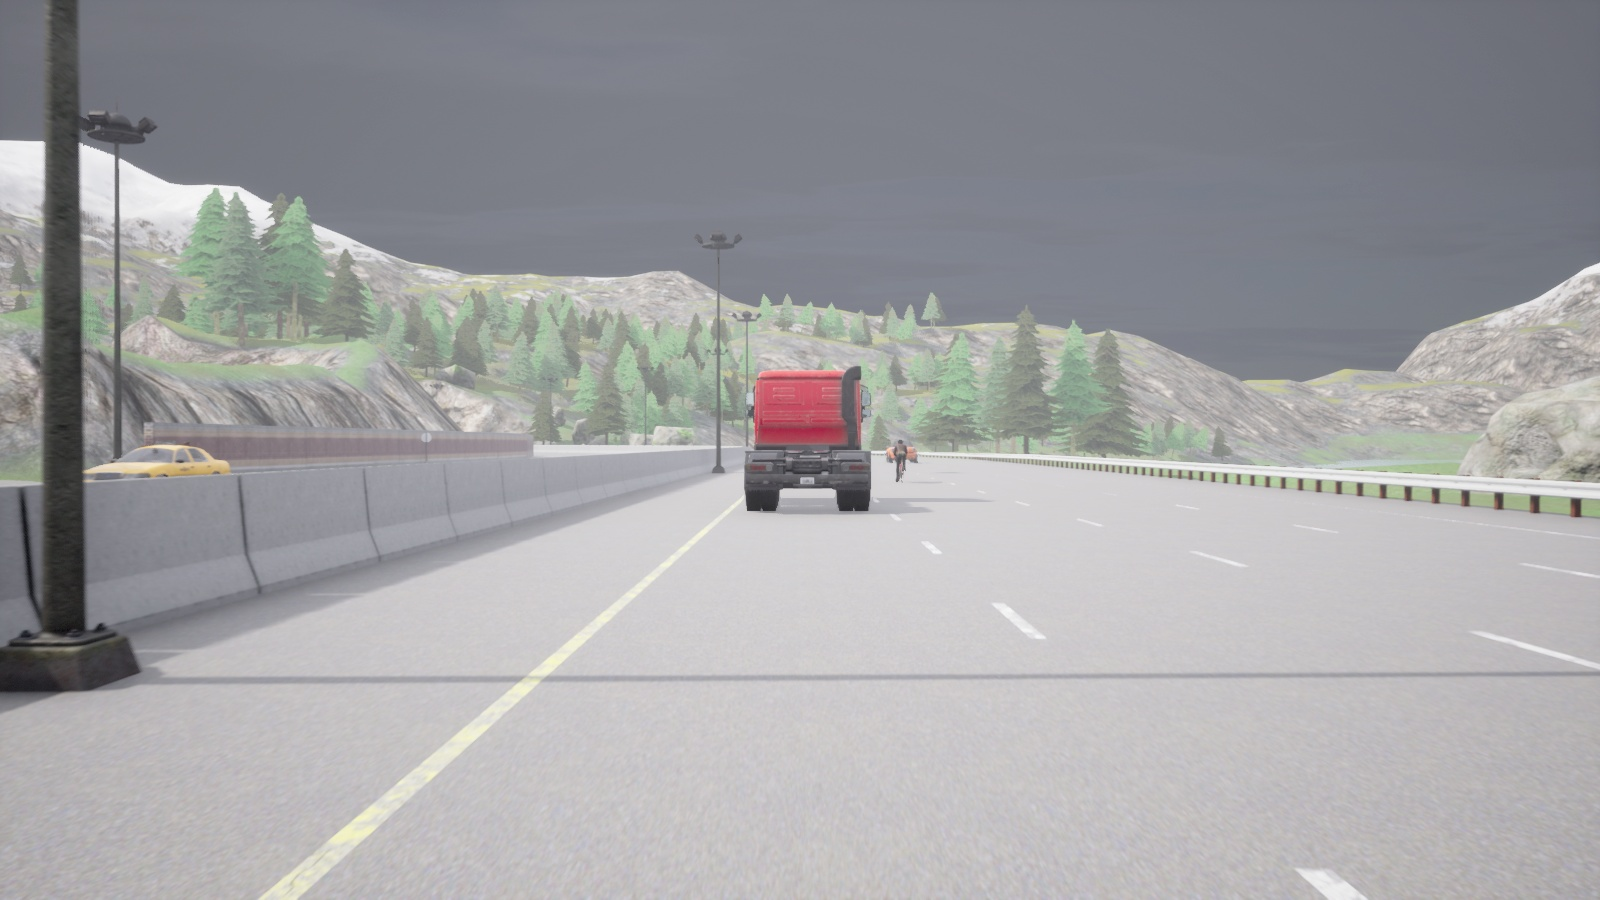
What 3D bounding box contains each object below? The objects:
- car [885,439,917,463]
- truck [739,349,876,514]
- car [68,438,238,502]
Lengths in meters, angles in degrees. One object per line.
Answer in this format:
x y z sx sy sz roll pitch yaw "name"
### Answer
7.558 0.080 94.157 2.097 1.767 4.553 0 0 0 "car"
0.188 -0.406 30.377 2.891 3.462 7.936 0 0 0 "truck"
-17.290 0.478 33.918 1.801 1.575 5.366 0 0 0 "car"
